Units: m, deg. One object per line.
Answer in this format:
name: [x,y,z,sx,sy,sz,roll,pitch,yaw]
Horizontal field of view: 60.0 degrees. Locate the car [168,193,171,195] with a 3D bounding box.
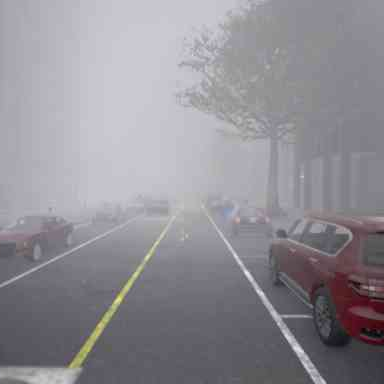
car: [-5.676,1.124,62.620,2.192,1.841,5.009,0,0,0]

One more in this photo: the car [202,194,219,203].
car: [2.851,1.156,45.696,2.192,1.841,5.009,0,0,0]

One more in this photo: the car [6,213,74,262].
car: [-5.669,1.497,11.872,1.887,1.381,4.507,0,0,0]

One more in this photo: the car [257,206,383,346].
car: [2.857,1.288,6.219,2.192,1.841,5.009,0,0,0]

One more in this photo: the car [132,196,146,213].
car: [-5.672,1.392,34.257,1.752,1.417,4.829,0,0,0]

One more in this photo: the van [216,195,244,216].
van: [2.855,1.246,23.138,1.690,1.788,3.998,0,0,0]

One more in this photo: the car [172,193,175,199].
car: [-5.678,1.351,79.538,1.947,1.339,4.313,0,0,0]

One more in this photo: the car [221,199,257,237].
car: [2.856,1.368,17.499,1.967,1.590,4.097,0,0,0]

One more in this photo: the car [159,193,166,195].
car: [-5.675,1.146,51.343,2.192,1.841,5.009,0,0,0]

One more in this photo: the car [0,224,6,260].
car: [-5.669,1.415,6.233,1.967,1.590,4.097,0,0,0]

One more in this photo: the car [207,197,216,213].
car: [2.853,1.447,34.418,1.802,1.307,4.206,0,0,0]

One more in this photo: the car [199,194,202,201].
car: [2.850,1.374,62.615,1.947,1.339,4.313,0,0,0]

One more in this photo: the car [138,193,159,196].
car: [-5.674,1.168,40.064,2.192,1.841,5.009,0,0,0]

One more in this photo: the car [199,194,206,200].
car: [2.846,1.341,90.812,1.947,1.339,4.313,0,0,0]

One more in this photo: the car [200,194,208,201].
car: [2.848,1.224,79.534,1.967,1.590,4.097,0,0,0]

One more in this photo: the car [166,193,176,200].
car: [-5.680,1.092,90.813,2.192,1.841,5.009,0,0,0]

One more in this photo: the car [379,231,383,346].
car: [2.857,1.312,0.580,2.192,1.841,5.009,0,0,0]

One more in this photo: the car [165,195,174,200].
car: [-5.678,1.346,85.175,1.947,1.339,4.313,0,0,0]

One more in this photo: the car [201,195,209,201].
car: [2.849,1.372,73.894,1.802,1.307,4.206,0,0,0]

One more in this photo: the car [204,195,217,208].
car: [2.852,1.418,40.056,1.947,1.339,4.313,0,0,0]

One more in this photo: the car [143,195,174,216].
car: [-3.004,1.354,30.815,1.882,1.535,5.008,0,0,0]

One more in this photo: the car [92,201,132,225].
car: [-5.670,1.488,23.150,1.802,1.307,4.206,0,0,0]
